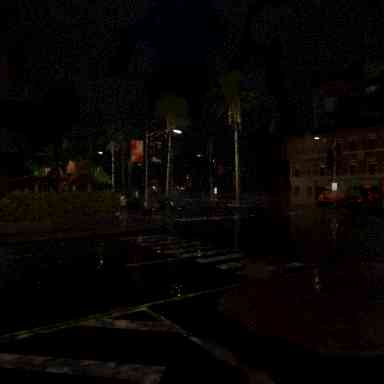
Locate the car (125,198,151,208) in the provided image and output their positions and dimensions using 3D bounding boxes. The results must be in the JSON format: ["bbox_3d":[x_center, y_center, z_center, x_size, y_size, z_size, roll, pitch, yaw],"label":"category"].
[{"bbox_3d":[-7.917,1.601,48.266,1.895,1.301,4.718,0,0,-35],"label":"car"}]

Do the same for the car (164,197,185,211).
[{"bbox_3d":[-2.750,1.352,40.905,2.097,1.767,4.553,0,0,-35],"label":"car"}]

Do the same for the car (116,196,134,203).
[{"bbox_3d":[-13.873,1.522,68.696,1.812,1.442,4.674,0,0,-39],"label":"car"}]

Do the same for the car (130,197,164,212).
[{"bbox_3d":[-5.585,1.352,38.846,2.097,1.767,4.553,0,0,-35],"label":"car"}]
